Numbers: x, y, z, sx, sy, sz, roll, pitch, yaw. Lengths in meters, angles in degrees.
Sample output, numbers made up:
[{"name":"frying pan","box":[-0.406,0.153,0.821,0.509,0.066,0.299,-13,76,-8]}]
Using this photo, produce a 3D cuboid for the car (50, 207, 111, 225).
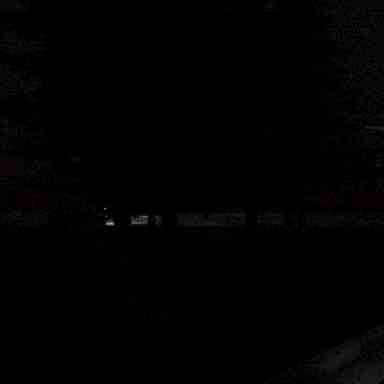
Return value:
[{"name":"car","box":[-8.075,1.559,23.776,4.181,1.385,1.994,0,0,3]}]

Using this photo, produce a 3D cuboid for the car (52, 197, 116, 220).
[{"name":"car","box":[-8.798,1.345,27.320,4.553,1.767,2.097,0,0,3]}]
